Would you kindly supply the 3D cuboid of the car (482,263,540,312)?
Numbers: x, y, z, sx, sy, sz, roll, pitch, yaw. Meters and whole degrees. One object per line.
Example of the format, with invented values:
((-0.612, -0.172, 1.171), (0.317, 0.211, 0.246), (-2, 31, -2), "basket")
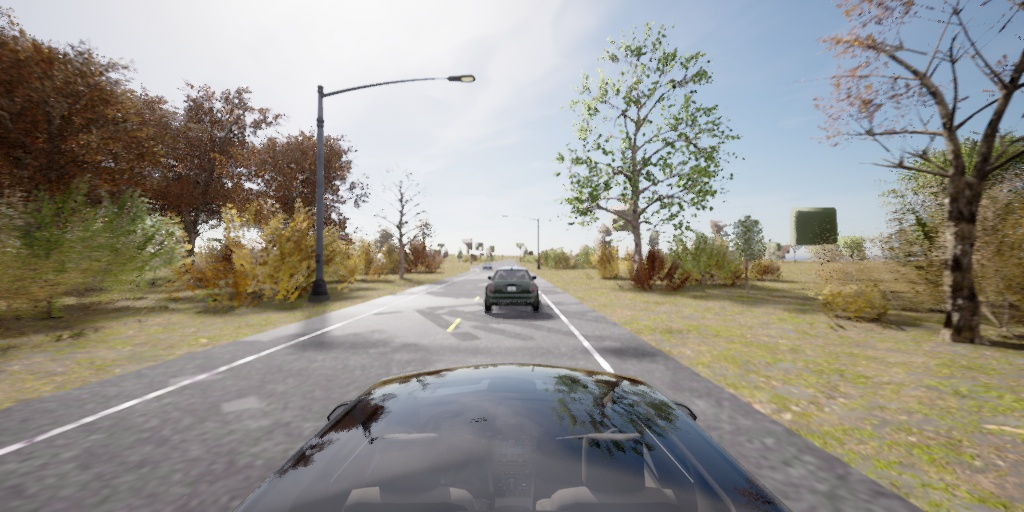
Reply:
((0.005, 1.242, 15.257), (2.097, 1.767, 4.553), (0, -1, 0), "car")
